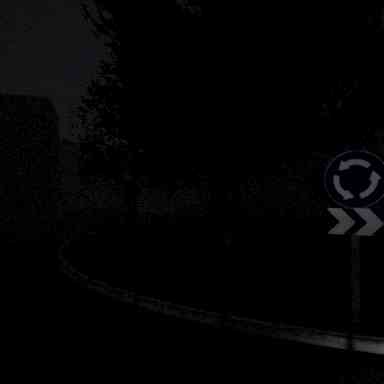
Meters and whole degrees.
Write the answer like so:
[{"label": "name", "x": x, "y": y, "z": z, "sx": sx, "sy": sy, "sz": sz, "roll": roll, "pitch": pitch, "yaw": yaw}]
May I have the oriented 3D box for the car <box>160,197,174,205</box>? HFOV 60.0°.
[{"label": "car", "x": -4.971, "y": 1.798, "z": 66.137, "sx": 1.882, "sy": 1.535, "sz": 5.008, "roll": 0, "pitch": -1, "yaw": 10}]
